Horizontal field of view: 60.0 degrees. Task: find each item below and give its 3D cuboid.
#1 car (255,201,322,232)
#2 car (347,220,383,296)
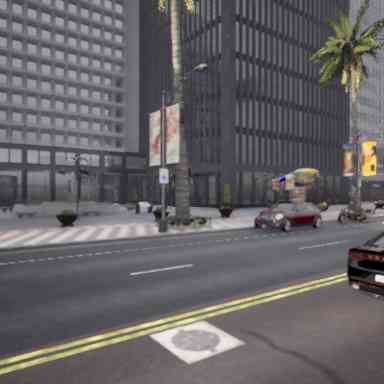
[{"bbox_3d":[5.984,1.397,20.558,4.553,1.767,2.185,0,0,-36],"label":"car"},{"bbox_3d":[5.635,1.501,7.751,5.008,1.535,1.882,0,0,-35],"label":"car"}]
